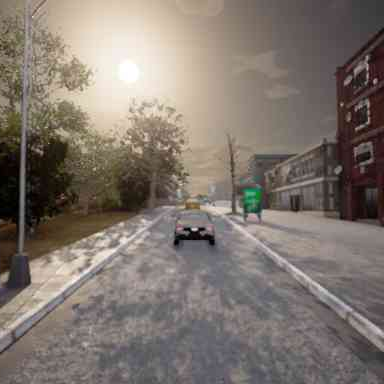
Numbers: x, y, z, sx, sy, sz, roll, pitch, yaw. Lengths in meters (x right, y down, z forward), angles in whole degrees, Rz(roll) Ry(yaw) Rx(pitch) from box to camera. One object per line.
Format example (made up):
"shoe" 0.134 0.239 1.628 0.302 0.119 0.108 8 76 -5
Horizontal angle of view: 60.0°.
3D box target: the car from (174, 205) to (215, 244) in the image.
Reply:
"car" 0.097 1.572 16.017 2.033 1.411 5.357 0 0 0

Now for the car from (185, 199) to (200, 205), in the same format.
"car" 0.089 1.621 42.500 1.882 1.535 5.008 0 -1 0
